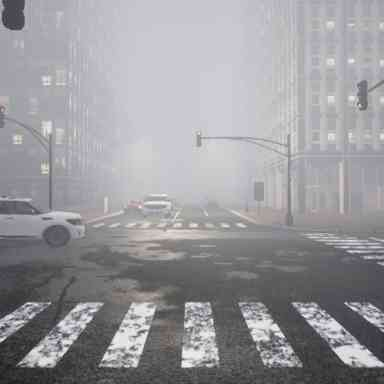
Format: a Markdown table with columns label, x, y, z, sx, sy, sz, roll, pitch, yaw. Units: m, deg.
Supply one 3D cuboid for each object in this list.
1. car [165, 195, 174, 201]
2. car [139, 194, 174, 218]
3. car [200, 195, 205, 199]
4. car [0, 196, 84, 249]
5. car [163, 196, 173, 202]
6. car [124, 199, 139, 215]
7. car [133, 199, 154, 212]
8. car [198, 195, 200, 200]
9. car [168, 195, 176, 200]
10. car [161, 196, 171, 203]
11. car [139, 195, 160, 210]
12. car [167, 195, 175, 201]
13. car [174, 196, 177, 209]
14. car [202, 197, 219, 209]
| label | x | y | z | sx | sy | sz | roll | pitch | yaw |
| --- | --- | --- | --- | --- | --- | --- | --- | --- | --- |
| car | -5.666 | 1.578 | 83.924 | 1.887 | 1.381 | 4.507 | 1 | 0 | 0 |
| car | -3.094 | 1.233 | 30.313 | 2.150 | 2.045 | 5.566 | 0 | 0 | 0 |
| car | 2.711 | 1.547 | 56.285 | 1.752 | 1.417 | 4.829 | 1 | 0 | 0 |
| car | -7.346 | 1.216 | 13.700 | 5.566 | 2.045 | 2.150 | 1 | 0 | -17 |
| car | -5.667 | 1.582 | 78.349 | 2.008 | 1.369 | 4.403 | 1 | 0 | 0 |
| car | -5.670 | 1.453 | 33.748 | 1.967 | 1.590 | 4.097 | 1 | 0 | 0 |
| car | -5.673 | 1.597 | 39.323 | 1.802 | 1.307 | 4.206 | 1 | 0 | 0 |
| car | 2.711 | 1.590 | 61.692 | 1.947 | 1.339 | 4.313 | 1 | 0 | 0 |
| car | -5.666 | 1.605 | 95.075 | 1.947 | 1.339 | 4.313 | 1 | 0 | 0 |
| car | -5.668 | 1.573 | 72.774 | 1.887 | 1.381 | 4.507 | 1 | 0 | 0 |
| car | -5.666 | 1.332 | 44.898 | 2.192 | 1.841 | 5.009 | 1 | 0 | 0 |
| car | -5.666 | 1.587 | 89.500 | 2.008 | 1.369 | 4.403 | 1 | 0 | 0 |
| car | -3.093 | 1.541 | 40.235 | 1.812 | 1.442 | 4.674 | 0 | 0 | 0 |
| car | 2.708 | 1.599 | 44.959 | 1.802 | 1.307 | 4.206 | 1 | 0 | 0 |
